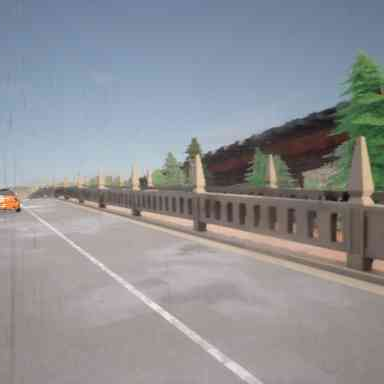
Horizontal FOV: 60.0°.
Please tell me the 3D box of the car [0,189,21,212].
[{"bbox_3d":[-13.769,0.548,24.120,2.097,1.767,4.553,-4,3,-31],"label":"car"}]
